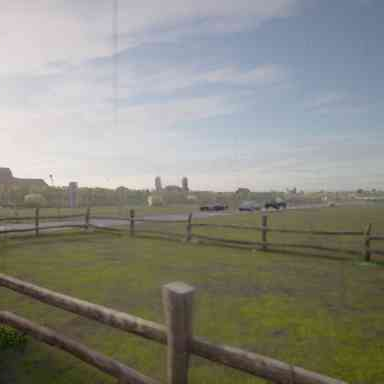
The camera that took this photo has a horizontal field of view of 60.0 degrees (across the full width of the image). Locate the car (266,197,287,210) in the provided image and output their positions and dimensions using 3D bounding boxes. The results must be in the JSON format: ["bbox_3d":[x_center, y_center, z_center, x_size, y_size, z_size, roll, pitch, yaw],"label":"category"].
[{"bbox_3d":[14.109,1.902,56.146,2.150,2.045,5.566,-1,-1,35],"label":"car"}]

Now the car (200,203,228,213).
[{"bbox_3d":[2.953,2.112,45.063,1.895,1.301,4.718,-1,-1,35],"label":"car"}]

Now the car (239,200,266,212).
[{"bbox_3d":[8.432,2.108,47.911,1.994,1.385,4.181,-1,-1,36],"label":"car"}]
